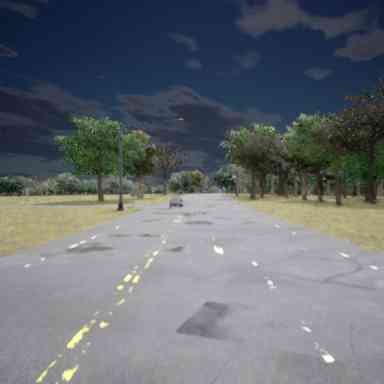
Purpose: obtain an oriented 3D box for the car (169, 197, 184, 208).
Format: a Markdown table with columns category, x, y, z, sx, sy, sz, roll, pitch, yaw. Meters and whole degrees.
| category | x | y | z | sx | sy | sz | roll | pitch | yaw |
| --- | --- | --- | --- | --- | --- | --- | --- | --- | --- |
| car | -2.240 | 1.462 | 48.244 | 1.837 | 1.490 | 4.892 | 0 | 0 | 3 |
